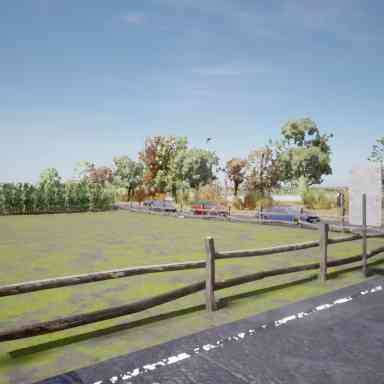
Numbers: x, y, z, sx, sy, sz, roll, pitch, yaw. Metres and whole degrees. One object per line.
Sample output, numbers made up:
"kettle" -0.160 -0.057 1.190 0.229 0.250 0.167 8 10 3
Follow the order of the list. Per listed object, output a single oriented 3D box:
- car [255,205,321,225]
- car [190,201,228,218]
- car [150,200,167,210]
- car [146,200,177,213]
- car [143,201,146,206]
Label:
"car" 7.506 1.783 26.676 2.033 1.411 5.357 -1 0 -35
"car" 1.743 1.728 35.070 2.097 1.767 4.553 -1 0 -33
"car" -5.585 2.149 55.117 1.812 1.442 4.674 -1 -1 -17
"car" -3.846 2.062 43.923 2.033 1.411 5.357 -1 0 -29
"car" -8.260 2.224 64.390 2.128 1.511 4.902 0 0 -16
